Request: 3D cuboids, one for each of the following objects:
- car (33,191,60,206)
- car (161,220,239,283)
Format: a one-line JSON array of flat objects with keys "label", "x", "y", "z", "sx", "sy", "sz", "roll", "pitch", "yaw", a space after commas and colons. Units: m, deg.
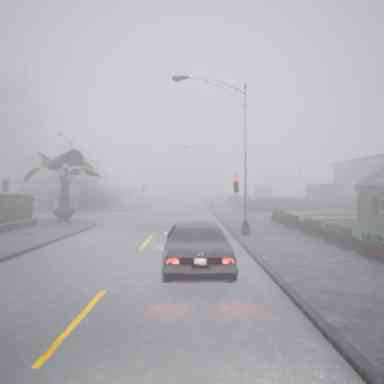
[{"label": "car", "x": -19.748, "y": 0.858, "z": 44.544, "sx": 1.905, "sy": 1.878, "sz": 3.866, "roll": 0, "pitch": 0, "yaw": 35}, {"label": "car", "x": 0.116, "y": 1.520, "z": 9.626, "sx": 2.033, "sy": 1.411, "sz": 5.357, "roll": 0, "pitch": 0, "yaw": -2}]
